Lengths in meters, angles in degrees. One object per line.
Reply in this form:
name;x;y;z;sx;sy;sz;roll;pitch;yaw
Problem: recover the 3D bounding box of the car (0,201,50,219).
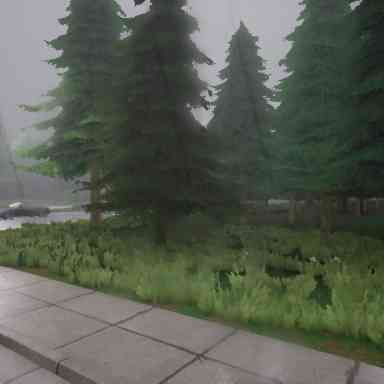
car;-14.018;1.499;27.488;1.812;1.442;4.674;0;0;34
